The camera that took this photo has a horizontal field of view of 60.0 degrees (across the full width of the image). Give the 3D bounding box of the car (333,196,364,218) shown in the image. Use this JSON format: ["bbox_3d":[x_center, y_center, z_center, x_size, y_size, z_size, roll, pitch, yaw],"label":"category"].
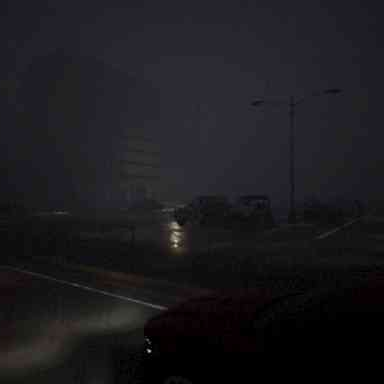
[{"bbox_3d":[15.288,1.393,32.049,1.970,1.475,3.806,0,0,34],"label":"car"}]

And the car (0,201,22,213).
[{"bbox_3d":[-20.047,1.588,33.770,1.895,1.301,4.718,0,0,34],"label":"car"}]

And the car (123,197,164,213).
[{"bbox_3d":[-5.017,1.516,37.003,1.812,1.442,4.674,0,0,34],"label":"car"}]

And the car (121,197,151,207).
[{"bbox_3d":[-8.490,1.513,50.978,1.812,1.442,4.674,0,0,34],"label":"car"}]

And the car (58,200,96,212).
[{"bbox_3d":[-13.055,1.552,37.915,1.994,1.385,4.181,0,0,34],"label":"car"}]

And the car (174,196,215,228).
[{"bbox_3d":[0.902,1.149,20.753,1.932,1.855,4.605,0,0,34],"label":"car"}]

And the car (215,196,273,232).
[{"bbox_3d":[3.270,1.153,19.088,1.905,1.878,3.866,0,0,34],"label":"car"}]

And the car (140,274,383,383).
[{"bbox_3d":[1.758,1.477,2.738,5.008,1.535,1.882,0,0,35],"label":"car"}]

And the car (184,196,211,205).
[{"bbox_3d":[1.051,1.536,58.809,2.033,1.411,5.357,0,0,34],"label":"car"}]
